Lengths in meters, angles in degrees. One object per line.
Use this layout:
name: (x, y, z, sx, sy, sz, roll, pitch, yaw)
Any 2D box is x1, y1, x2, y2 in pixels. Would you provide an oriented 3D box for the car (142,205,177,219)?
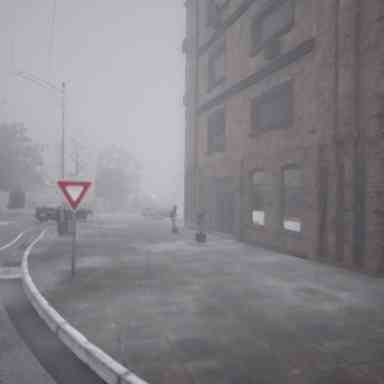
car: (-3.547, 2.269, 37.028, 2.128, 1.511, 4.902, 1, -4, 31)

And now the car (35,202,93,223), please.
car: (-9.466, 1.489, 25.070, 1.882, 1.535, 5.008, 1, -1, 17)
